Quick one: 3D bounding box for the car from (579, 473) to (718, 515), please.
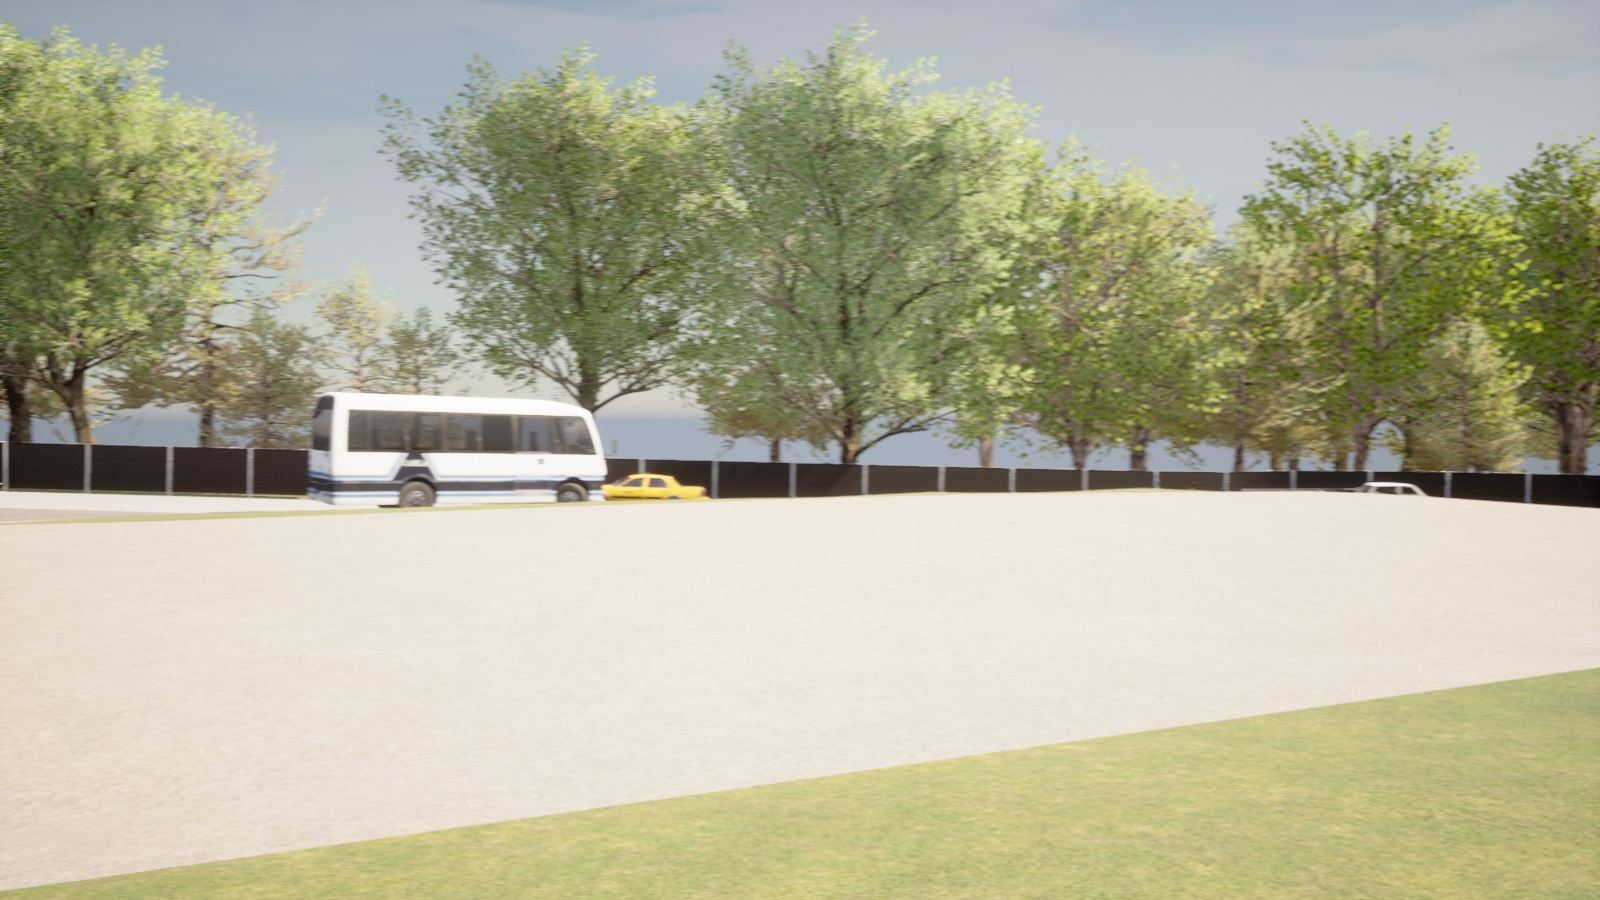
[{"bbox_3d":[-6.038,1.743,49.995,5.366,1.575,1.801,1,1,-9],"label":"car"}]

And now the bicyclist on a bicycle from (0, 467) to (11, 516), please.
[{"bbox_3d":[-30.565,1.535,46.817,1.843,1.776,0.659,1,1,-4],"label":"bicyclist on a bicycle"}]

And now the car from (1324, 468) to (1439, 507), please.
[{"bbox_3d":[23.642,1.518,51.175,3.806,1.475,1.970,-1,2,6],"label":"car"}]

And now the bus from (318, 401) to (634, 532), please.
[{"bbox_3d":[-11.500,0.481,45.211,10.273,4.253,3.944,0,1,-34],"label":"bus"}]
